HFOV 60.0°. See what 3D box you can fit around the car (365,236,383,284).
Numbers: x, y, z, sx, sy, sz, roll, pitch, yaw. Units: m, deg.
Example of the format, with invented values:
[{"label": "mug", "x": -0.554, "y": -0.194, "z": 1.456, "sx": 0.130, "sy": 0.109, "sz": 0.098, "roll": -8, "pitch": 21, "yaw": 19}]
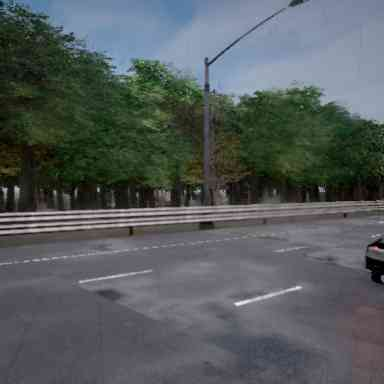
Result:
[{"label": "car", "x": 6.246, "y": 1.491, "z": 8.316, "sx": 4.902, "sy": 1.511, "sz": 2.128, "roll": 0, "pitch": 0, "yaw": -35}]
